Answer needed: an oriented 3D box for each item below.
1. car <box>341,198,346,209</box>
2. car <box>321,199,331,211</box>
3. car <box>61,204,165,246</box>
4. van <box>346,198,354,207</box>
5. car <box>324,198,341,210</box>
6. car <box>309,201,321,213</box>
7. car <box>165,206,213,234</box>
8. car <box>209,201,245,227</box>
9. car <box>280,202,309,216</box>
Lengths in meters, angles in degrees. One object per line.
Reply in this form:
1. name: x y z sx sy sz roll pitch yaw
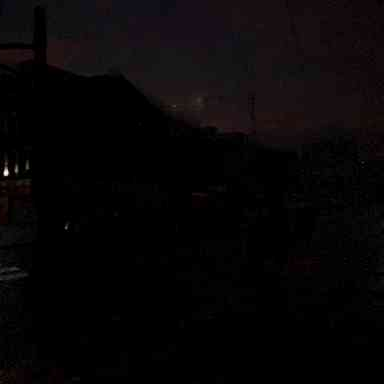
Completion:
1. car: 24.330 2.069 56.597 1.967 1.590 4.097 -1 -1 35
2. car: 18.043 2.099 47.749 1.947 1.339 4.313 -1 -1 35
3. car: -3.971 1.537 16.793 2.192 1.841 5.009 -1 -1 35
4. van: 30.618 2.068 65.445 1.690 1.788 3.998 -1 -1 35
5. car: 21.184 1.895 52.176 2.192 1.841 5.009 -1 -1 35
6. car: 14.799 2.011 43.189 1.752 1.417 4.829 -1 -1 35
7. car: -0.824 1.830 21.211 1.947 1.339 4.313 -1 -1 35
8. car: 2.318 1.622 25.639 2.192 1.841 5.009 -1 -1 35
9. car: 11.753 1.992 38.903 2.008 1.369 4.403 -1 -1 35
